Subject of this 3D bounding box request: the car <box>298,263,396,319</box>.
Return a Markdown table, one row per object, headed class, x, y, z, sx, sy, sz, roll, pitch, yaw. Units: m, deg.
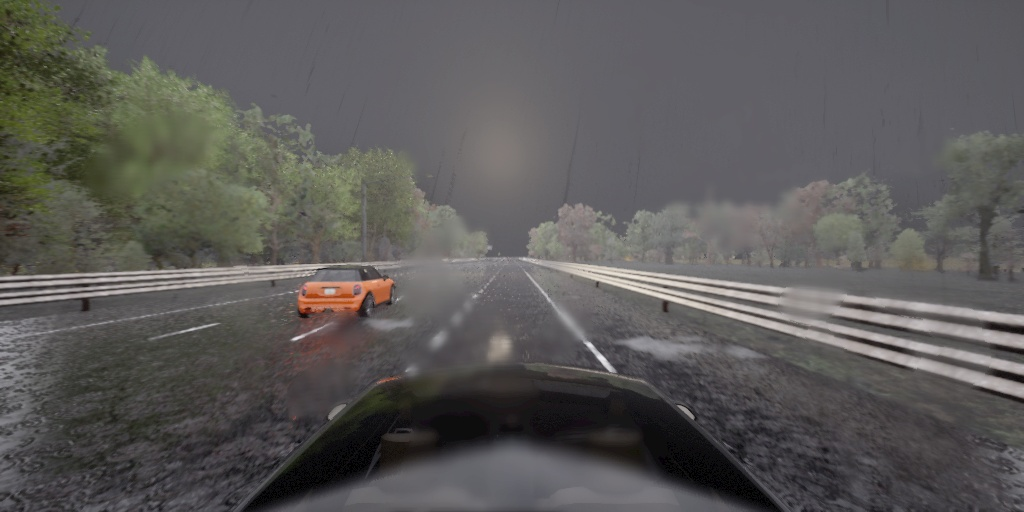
| class | x | y | z | sx | sy | sz | roll | pitch | yaw |
| --- | --- | --- | --- | --- | --- | --- | --- | --- | --- |
| car | -5.711 | 1.104 | 13.042 | 2.097 | 1.767 | 4.553 | 0 | 0 | -4 |
